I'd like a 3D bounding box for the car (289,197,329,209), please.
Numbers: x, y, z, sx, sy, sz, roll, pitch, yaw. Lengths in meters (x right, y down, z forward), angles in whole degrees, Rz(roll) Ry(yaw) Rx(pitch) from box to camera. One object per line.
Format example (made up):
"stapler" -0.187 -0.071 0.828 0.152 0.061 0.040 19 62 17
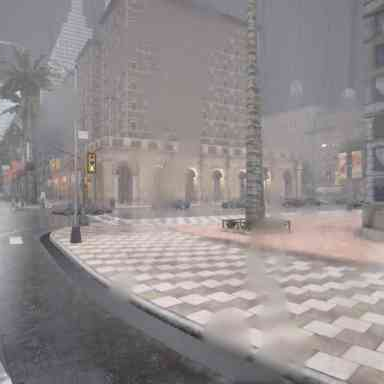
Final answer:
"car" 16.195 1.503 45.993 4.892 1.490 1.837 0 0 -30

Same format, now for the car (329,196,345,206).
"car" 23.715 1.488 54.642 4.902 1.511 2.128 0 0 -30

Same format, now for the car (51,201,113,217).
"car" -10.194 1.545 30.878 5.357 1.411 2.033 0 0 -25

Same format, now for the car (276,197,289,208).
"car" 14.577 1.503 49.331 4.892 1.490 1.837 0 0 -30

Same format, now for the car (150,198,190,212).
"car" -2.602 1.490 39.383 4.902 1.511 2.128 0 0 -29

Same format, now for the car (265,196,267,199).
"car" 22.156 1.591 92.526 1.895 1.301 4.718 0 0 -30

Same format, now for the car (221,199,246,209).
"car" 5.943 1.562 44.328 4.181 1.385 1.994 0 0 -29

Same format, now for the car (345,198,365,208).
"car" 24.515 1.546 46.809 5.357 1.411 2.033 0 0 -31
